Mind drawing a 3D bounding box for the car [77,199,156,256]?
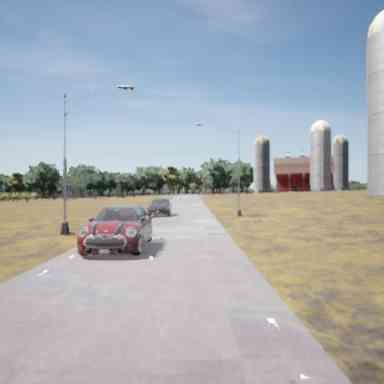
[{"bbox_3d":[-2.809,1.312,12.971,2.097,1.767,4.553,0,1,0],"label":"car"}]

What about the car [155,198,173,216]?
[{"bbox_3d":[-2.757,1.301,29.502,1.837,1.490,4.892,0,0,0],"label":"car"}]
